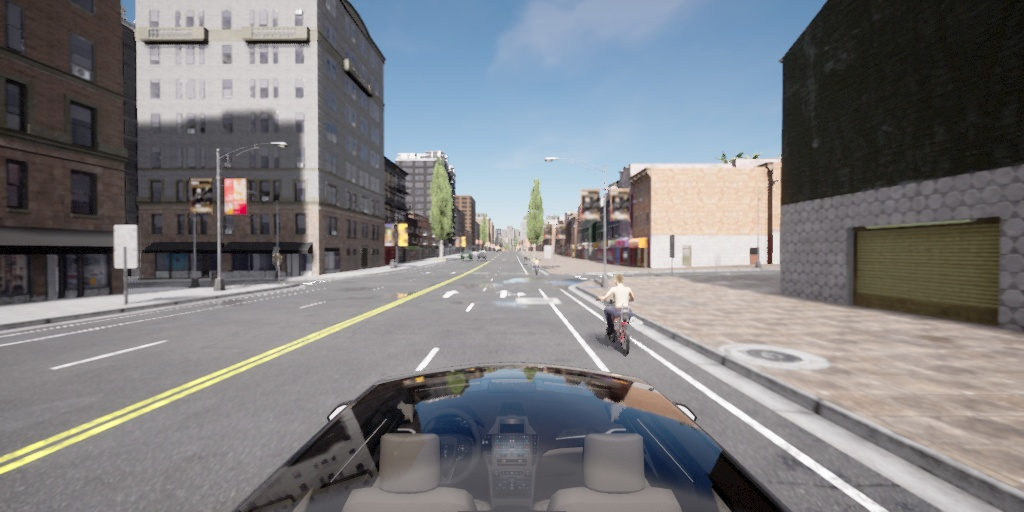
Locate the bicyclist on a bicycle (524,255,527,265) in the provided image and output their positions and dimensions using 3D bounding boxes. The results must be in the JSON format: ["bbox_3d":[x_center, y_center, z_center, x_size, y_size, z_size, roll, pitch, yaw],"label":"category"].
[{"bbox_3d":[2.263,0.640,60.892,0.659,1.776,1.843,0,1,0],"label":"bicyclist on a bicycle"}]

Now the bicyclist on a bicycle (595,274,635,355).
[{"bbox_3d":[2.270,1.183,7.697,0.866,1.612,1.509,0,0,0],"label":"bicyclist on a bicycle"}]

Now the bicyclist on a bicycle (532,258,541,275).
[{"bbox_3d":[2.265,0.984,33.128,0.866,1.612,1.509,2,-2,0],"label":"bicyclist on a bicycle"}]
